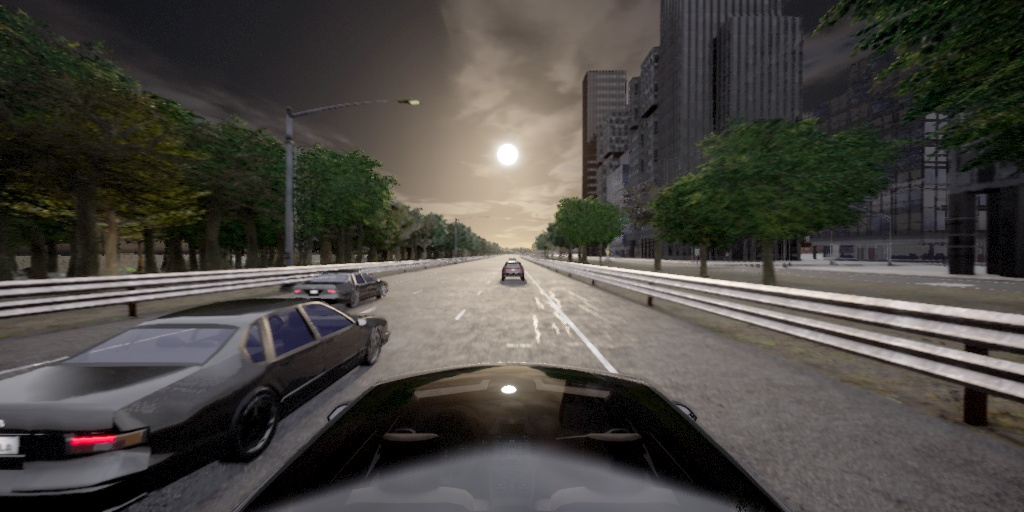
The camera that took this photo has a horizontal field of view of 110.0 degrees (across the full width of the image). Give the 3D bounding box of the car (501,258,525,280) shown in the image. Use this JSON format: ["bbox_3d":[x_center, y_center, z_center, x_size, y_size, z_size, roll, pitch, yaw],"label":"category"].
[{"bbox_3d":[0.090,1.182,31.300,2.033,1.649,4.856,0,0,0],"label":"car"}]

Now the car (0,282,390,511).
[{"bbox_3d":[-3.401,1.299,4.876,2.033,1.411,5.357,0,0,0],"label":"car"}]

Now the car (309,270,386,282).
[{"bbox_3d":[-6.911,1.305,15.025,2.033,1.411,5.357,0,0,0],"label":"car"}]
